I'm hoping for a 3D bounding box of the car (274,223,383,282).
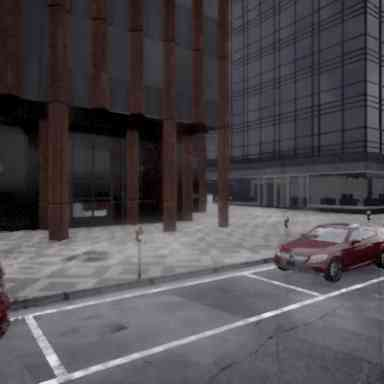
[{"bbox_3d":[4.220,1.578,9.660,4.206,1.307,1.802,0,0,-36],"label":"car"}]

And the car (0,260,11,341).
[{"bbox_3d":[-4.633,1.316,3.344,5.009,1.841,2.192,0,0,-36],"label":"car"}]
